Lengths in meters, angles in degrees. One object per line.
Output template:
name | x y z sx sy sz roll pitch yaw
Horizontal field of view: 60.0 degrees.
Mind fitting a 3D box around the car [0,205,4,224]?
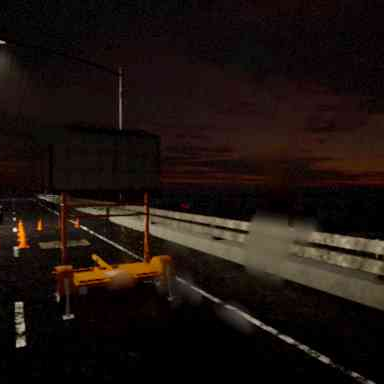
car | -13.653 1.387 22.119 1.994 1.385 4.181 0 1 -28

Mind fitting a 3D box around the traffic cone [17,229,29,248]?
traffic cone | -6.550 1.849 12.953 0.340 0.580 0.340 0 1 -28

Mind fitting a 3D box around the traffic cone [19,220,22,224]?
traffic cone | -8.445 1.821 16.475 0.340 0.580 0.340 0 1 -28

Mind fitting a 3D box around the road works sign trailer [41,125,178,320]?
road works sign trailer | -1.927 0.399 7.478 2.380 3.560 2.880 0 1 -28

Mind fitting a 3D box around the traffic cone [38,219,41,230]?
traffic cone | -8.511 1.801 18.711 0.340 0.580 0.340 0 1 -28

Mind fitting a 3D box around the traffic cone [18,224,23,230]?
traffic cone | -7.498 1.835 14.714 0.340 0.580 0.340 0 1 -28
